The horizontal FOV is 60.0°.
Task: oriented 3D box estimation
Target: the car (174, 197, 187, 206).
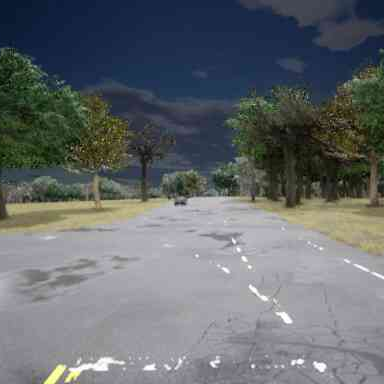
[{"bbox_3d":[-1.677,1.406,50.933,2.033,1.411,5.357,-1,1,2],"label":"car"}]
